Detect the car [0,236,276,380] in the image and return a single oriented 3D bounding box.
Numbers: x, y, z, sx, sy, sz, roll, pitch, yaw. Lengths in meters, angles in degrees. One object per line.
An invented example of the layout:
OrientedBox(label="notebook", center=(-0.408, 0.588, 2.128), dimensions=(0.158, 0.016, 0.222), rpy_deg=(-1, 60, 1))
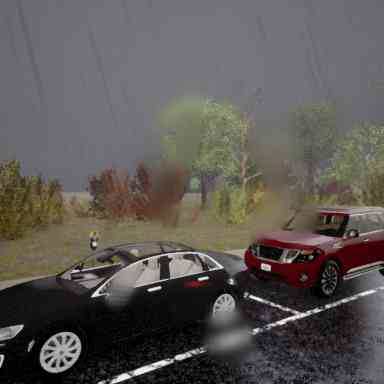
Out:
OrientedBox(label="car", center=(-0.952, 1.551, 5.406), dimensions=(4.403, 1.369, 2.008), rpy_deg=(0, 1, -35))

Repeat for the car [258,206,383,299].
OrientedBox(label="car", center=(3.657, 1.317, 8.679), dimensions=(5.009, 1.841, 2.192), rpy_deg=(0, 1, -35))
